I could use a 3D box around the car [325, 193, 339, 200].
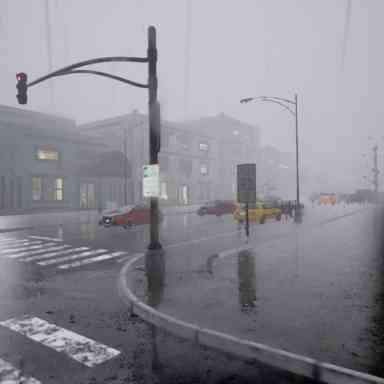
[{"bbox_3d":[30.065,0.941,71.358,1.802,1.307,4.206,-1,0,36],"label":"car"}]

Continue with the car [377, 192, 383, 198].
[{"bbox_3d":[43.171,0.655,75.136,1.887,1.381,4.507,-1,0,36],"label":"car"}]

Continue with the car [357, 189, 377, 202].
[{"bbox_3d":[26.985,0.579,52.166,2.150,2.045,5.566,-1,0,36],"label":"car"}]

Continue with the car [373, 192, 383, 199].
[{"bbox_3d":[40.095,0.724,70.911,1.947,1.339,4.313,-1,0,36],"label":"car"}]

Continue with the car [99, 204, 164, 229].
[{"bbox_3d":[-3.645,1.443,20.527,1.994,1.385,4.181,-1,0,36],"label":"car"}]

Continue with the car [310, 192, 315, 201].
[{"bbox_3d":[23.561,0.775,62.403,2.192,1.841,5.009,-1,0,36],"label":"car"}]

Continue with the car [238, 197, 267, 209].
[{"bbox_3d":[7.312,1.299,40.017,1.802,1.307,4.206,-1,0,36],"label":"car"}]

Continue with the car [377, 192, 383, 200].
[{"bbox_3d":[33.591,0.573,61.955,2.192,1.841,5.009,-1,0,36],"label":"car"}]

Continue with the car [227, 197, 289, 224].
[{"bbox_3d":[4.438,1.245,21.797,1.752,1.417,4.829,-1,0,36],"label":"car"}]

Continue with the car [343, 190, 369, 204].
[{"bbox_3d":[22.892,0.927,46.453,1.837,1.490,4.892,-1,0,36],"label":"car"}]

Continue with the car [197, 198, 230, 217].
[{"bbox_3d":[2.213,1.349,28.591,1.994,1.385,4.181,-1,0,36],"label":"car"}]

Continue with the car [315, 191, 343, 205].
[{"bbox_3d":[19.264,0.849,46.645,2.097,1.767,4.553,-1,0,35],"label":"car"}]

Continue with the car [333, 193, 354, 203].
[{"bbox_3d":[24.508,0.906,53.870,2.128,1.511,4.902,-1,0,36],"label":"car"}]

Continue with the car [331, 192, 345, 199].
[{"bbox_3d":[33.315,0.749,75.835,1.967,1.590,4.097,-1,0,36],"label":"car"}]

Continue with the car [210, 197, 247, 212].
[{"bbox_3d":[3.961,1.296,35.401,1.752,1.417,4.829,-1,0,36],"label":"car"}]

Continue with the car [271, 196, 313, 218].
[{"bbox_3d":[7.589,1.220,26.137,2.008,1.369,4.403,-1,0,36],"label":"car"}]
